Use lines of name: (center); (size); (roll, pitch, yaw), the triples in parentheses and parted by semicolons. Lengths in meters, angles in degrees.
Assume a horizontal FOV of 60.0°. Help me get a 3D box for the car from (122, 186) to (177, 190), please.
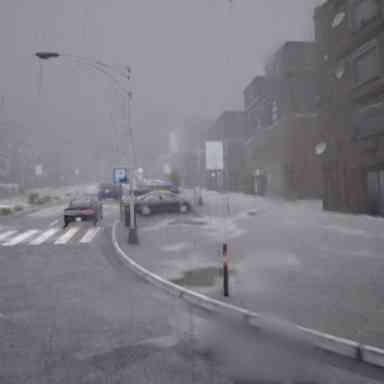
car: (-3.418, 0.528, 30.157); (5.366, 1.575, 1.946); (-2, 4, -28)

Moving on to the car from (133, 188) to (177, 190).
car: (-2.802, 0.723, 27.241); (4.674, 1.452, 2.002); (-2, 4, -28)

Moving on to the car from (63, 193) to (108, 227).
car: (-6.548, 1.122, 20.253); (2.128, 1.511, 4.902); (-1, 3, -10)

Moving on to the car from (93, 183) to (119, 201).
car: (-9.343, -0.058, 37.708); (2.150, 2.045, 5.566); (-1, 3, -8)

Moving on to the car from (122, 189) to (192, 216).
car: (-2.361, 0.841, 24.233); (4.892, 1.521, 2.231); (-2, 3, -28)

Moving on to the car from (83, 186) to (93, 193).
car: (-13.926, -0.155, 46.385); (1.812, 1.442, 4.674); (-1, 3, -9)

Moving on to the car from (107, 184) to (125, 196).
car: (-11.151, -0.377, 49.127); (2.128, 1.511, 4.902); (-1, 3, -8)

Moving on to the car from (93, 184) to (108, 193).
car: (-15.687, -0.691, 57.441); (1.994, 1.385, 4.181); (-1, 3, -8)

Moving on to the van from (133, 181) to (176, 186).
van: (-3.607, 0.141, 33.301); (4.442, 1.987, 1.878); (-2, 3, -28)

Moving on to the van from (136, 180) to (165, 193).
van: (-6.772, -0.954, 54.358); (4.442, 1.987, 1.878); (-2, 3, -28)
